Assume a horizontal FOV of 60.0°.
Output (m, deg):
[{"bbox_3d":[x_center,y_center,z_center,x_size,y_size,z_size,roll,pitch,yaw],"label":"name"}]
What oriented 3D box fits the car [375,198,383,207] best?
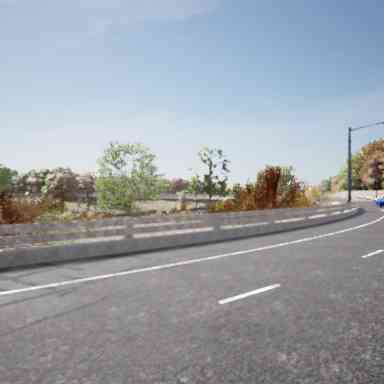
[{"bbox_3d":[31.886,1.722,55.364,1.882,1.535,5.008,0,0,20],"label":"car"}]
